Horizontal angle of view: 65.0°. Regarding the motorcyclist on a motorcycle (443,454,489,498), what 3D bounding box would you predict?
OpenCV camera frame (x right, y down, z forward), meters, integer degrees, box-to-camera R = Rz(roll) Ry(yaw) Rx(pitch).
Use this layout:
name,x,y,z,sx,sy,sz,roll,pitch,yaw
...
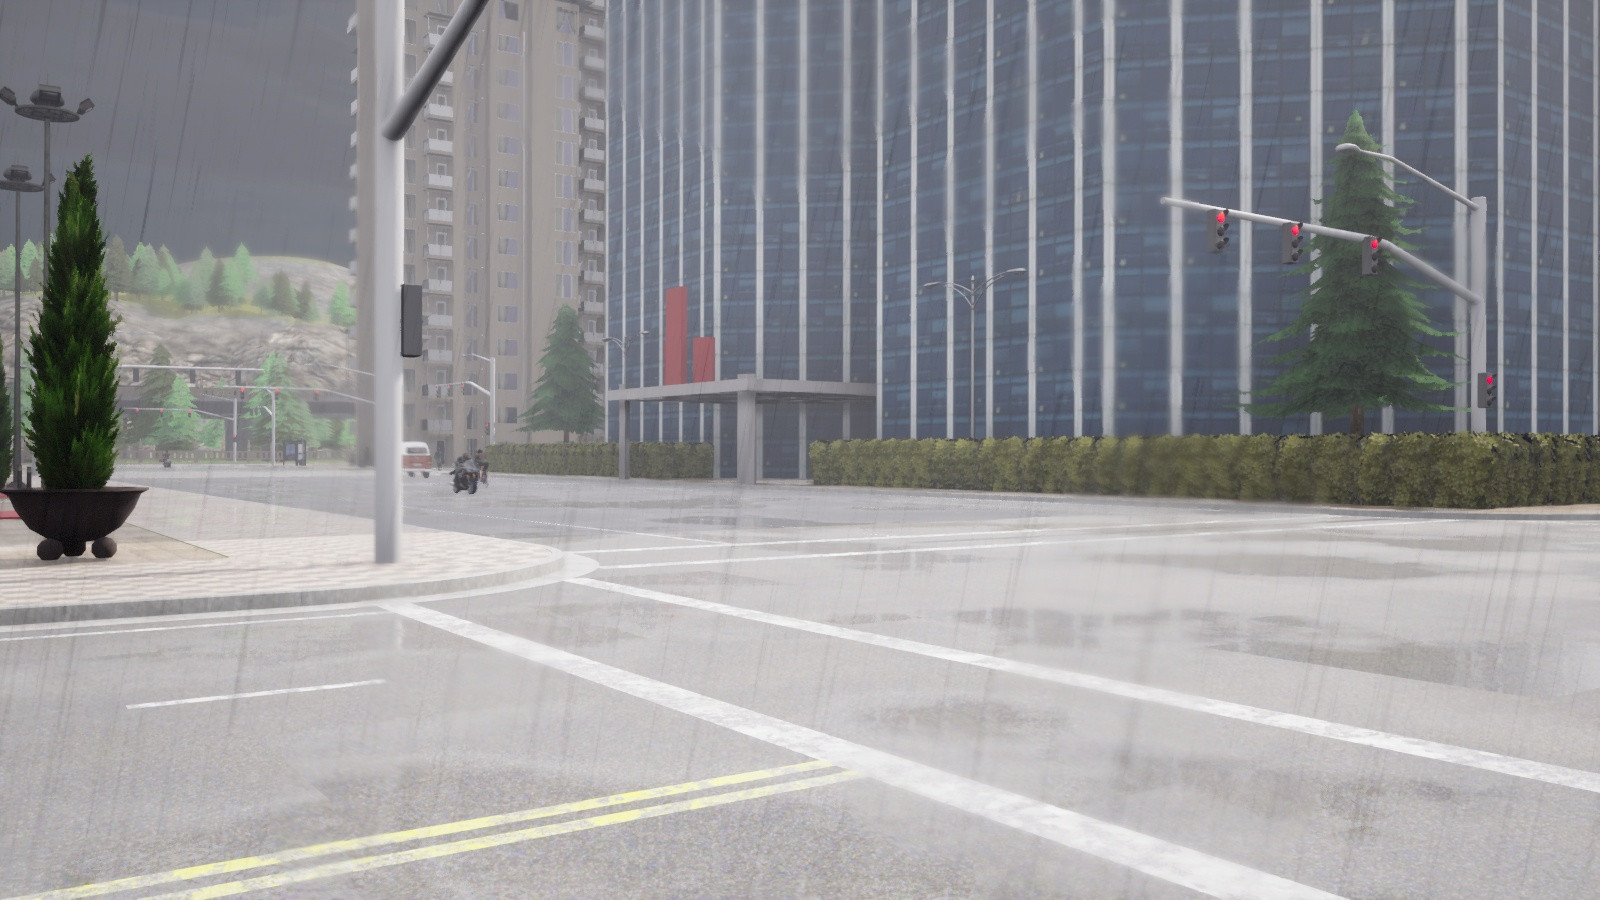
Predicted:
name,x,y,z,sx,sy,sz,roll,pitch,yaw
motorcyclist on a motorcycle,-11.977,0.915,44.995,0.866,1.530,2.191,0,0,-35

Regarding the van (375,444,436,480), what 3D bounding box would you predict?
name,x,y,z,sx,sy,sz,roll,pitch,yaw
van,-22.751,0.691,72.389,2.069,2.038,4.480,0,0,-35
